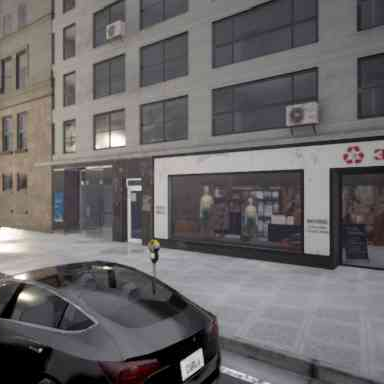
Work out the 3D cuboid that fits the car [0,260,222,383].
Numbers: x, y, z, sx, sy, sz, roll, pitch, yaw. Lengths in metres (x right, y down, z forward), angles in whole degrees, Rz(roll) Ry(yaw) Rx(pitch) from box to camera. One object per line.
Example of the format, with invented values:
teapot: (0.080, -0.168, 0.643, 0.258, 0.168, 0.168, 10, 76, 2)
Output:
car: (-1.684, 1.565, 4.176, 4.313, 1.339, 1.947, 0, 0, 36)
